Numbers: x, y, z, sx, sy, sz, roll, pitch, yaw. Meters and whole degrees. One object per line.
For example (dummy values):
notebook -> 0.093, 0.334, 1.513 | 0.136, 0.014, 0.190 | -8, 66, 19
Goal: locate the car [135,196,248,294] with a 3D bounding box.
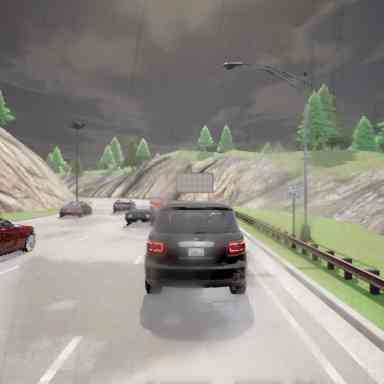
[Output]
car -> 0.088, 1.221, 8.898 | 2.150, 2.045, 5.566 | 0, 0, 0

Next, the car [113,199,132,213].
car -> -7.337, 1.492, 36.196 | 2.128, 1.511, 4.902 | 0, 0, -4

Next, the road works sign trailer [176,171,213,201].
road works sign trailer -> 0.188, 0.464, 21.612 | 2.380, 3.560, 2.880 | 0, 0, 0

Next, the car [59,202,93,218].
car -> -10.546, 1.563, 30.491 | 1.994, 1.385, 4.181 | 0, 0, -1

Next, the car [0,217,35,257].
car -> -6.912, 1.477, 10.718 | 1.882, 1.535, 5.008 | 0, 0, 0

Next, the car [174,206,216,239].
car -> 0.121, 1.558, 18.115 | 1.994, 1.385, 4.181 | 0, 0, -1

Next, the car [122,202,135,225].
car -> -3.435, 1.600, 23.793 | 1.895, 1.301, 4.718 | 0, 0, 0
